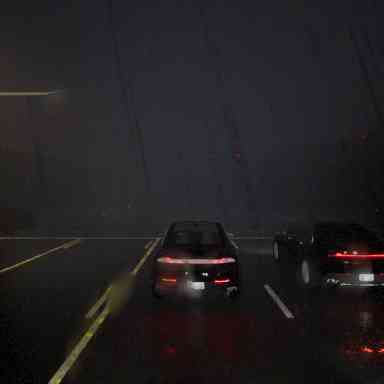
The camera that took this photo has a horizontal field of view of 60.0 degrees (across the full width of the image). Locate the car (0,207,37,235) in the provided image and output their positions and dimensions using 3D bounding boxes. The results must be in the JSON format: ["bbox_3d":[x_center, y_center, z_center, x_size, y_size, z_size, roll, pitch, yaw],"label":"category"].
[{"bbox_3d":[-10.557,1.564,18.782,1.994,1.385,4.181,0,0,0],"label":"car"}]

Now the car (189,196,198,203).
[{"bbox_3d":[0.255,1.491,66.855,2.128,1.511,4.902,0,0,0],"label":"car"}]

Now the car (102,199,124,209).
[{"bbox_3d":[-10.497,1.600,44.269,1.895,1.301,4.718,0,0,0],"label":"car"}]

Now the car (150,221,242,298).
[{"bbox_3d":[0.095,1.492,8.476,2.128,1.511,4.902,0,0,0],"label":"car"}]

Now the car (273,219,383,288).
[{"bbox_3d":[3.600,1.505,9.240,1.837,1.490,4.892,0,0,1],"label":"car"}]

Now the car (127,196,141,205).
[{"bbox_3d":[-10.427,1.492,60.009,2.128,1.511,4.902,0,0,1],"label":"car"}]

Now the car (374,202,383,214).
[{"bbox_3d":[18.108,1.061,28.274,4.902,1.511,2.128,-5,0,0],"label":"car"}]
